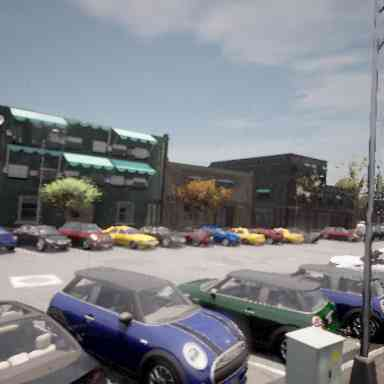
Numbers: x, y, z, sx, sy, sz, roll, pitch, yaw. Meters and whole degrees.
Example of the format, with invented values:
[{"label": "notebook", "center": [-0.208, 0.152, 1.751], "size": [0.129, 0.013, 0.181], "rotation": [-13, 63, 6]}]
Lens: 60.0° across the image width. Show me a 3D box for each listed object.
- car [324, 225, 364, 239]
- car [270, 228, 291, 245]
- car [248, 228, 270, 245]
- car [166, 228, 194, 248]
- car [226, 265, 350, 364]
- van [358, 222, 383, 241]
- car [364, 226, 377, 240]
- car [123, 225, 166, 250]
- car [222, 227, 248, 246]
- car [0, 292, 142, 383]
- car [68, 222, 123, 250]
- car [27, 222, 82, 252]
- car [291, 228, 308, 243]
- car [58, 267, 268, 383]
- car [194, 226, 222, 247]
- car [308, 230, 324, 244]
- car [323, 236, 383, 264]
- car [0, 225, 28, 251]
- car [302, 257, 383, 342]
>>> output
[{"label": "car", "center": [18.855, 5.341, 42.381], "size": [4.553, 1.767, 2.185], "rotation": [1, -4, 34]}, {"label": "car", "center": [6.901, 4.393, 33.739], "size": [5.008, 1.535, 2.097], "rotation": [1, -3, 34]}, {"label": "car", "center": [4.345, 4.172, 32.110], "size": [5.366, 1.575, 1.946], "rotation": [1, -3, 34]}, {"label": "car", "center": [-2.690, 3.534, 26.839], "size": [4.892, 1.521, 2.231], "rotation": [1, -4, 34]}, {"label": "car", "center": [1.445, 2.895, 8.893], "size": [4.553, 1.767, 2.185], "rotation": [3, -2, 34]}, {"label": "van", "center": [25.971, 5.882, 47.603], "size": [4.442, 1.987, 1.878], "rotation": [1, -3, 34]}, {"label": "car", "center": [21.274, 5.682, 44.084], "size": [4.892, 1.521, 2.231], "rotation": [1, -3, 34]}, {"label": "car", "center": [-4.923, 3.319, 25.021], "size": [5.366, 1.575, 1.946], "rotation": [1, -4, 34]}, {"label": "car", "center": [2.102, 3.962, 30.282], "size": [5.008, 1.535, 2.097], "rotation": [1, -4, 35]}, {"label": "car", "center": [-3.477, 2.581, 5.382], "size": [4.892, 1.521, 2.231], "rotation": [3, -2, 34]}, {"label": "car", "center": [-7.493, 2.979, 23.421], "size": [4.553, 1.767, 2.185], "rotation": [1, -4, 34]}, {"label": "car", "center": [-9.873, 2.890, 21.674], "size": [4.892, 1.521, 2.231], "rotation": [1, -4, 34]}, {"label": "car", "center": [9.136, 4.602, 35.557], "size": [5.366, 1.575, 1.946], "rotation": [1, -3, 34]}, {"label": "car", "center": [-1.049, 2.673, 7.172], "size": [4.553, 1.767, 2.185], "rotation": [3, -2, 34]}, {"label": "car", "center": [-0.317, 3.777, 28.574], "size": [4.792, 1.488, 2.163], "rotation": [1, -3, 34]}, {"label": "car", "center": [11.713, 4.852, 37.173], "size": [4.792, 1.488, 2.163], "rotation": [1, -4, 34]}, {"label": "car", "center": [8.743, 3.425, 14.213], "size": [5.566, 2.045, 2.435], "rotation": [3, -2, 34]}, {"label": "car", "center": [-12.266, 2.714, 19.945], "size": [4.674, 1.452, 2.002], "rotation": [1, -3, 34]}, {"label": "car", "center": [3.892, 3.114, 10.662], "size": [4.553, 1.767, 2.185], "rotation": [3, -2, 34]}]
